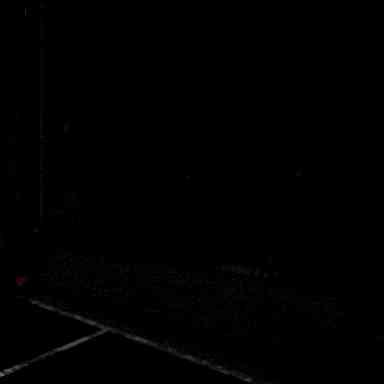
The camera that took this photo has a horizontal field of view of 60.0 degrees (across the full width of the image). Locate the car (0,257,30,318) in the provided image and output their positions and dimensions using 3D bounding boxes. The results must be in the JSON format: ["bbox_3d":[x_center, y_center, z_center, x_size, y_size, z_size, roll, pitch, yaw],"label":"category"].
[{"bbox_3d":[-4.628,1.578,6.140,4.206,1.307,1.802,0,0,35],"label":"car"}]
